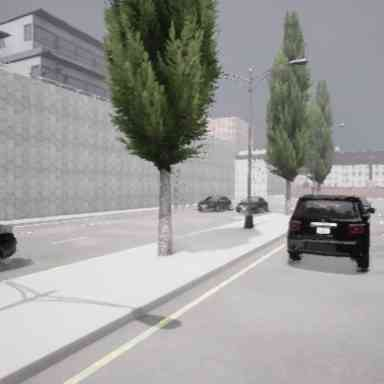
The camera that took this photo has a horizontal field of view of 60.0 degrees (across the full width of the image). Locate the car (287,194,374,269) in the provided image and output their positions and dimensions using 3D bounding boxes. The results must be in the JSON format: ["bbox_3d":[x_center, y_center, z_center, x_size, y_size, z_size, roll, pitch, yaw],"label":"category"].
[{"bbox_3d":[4.737,1.080,11.107,2.150,2.045,5.566,1,1,29],"label":"car"}]

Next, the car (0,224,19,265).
[{"bbox_3d":[-6.544,1.333,7.541,2.128,1.511,4.902,1,1,29],"label":"car"}]

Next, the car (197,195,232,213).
[{"bbox_3d":[2.212,1.055,30.791,1.837,1.490,4.892,1,0,29],"label":"car"}]

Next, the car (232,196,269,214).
[{"bbox_3d":[5.446,1.114,29.404,1.812,1.442,4.674,1,1,29],"label":"car"}]
